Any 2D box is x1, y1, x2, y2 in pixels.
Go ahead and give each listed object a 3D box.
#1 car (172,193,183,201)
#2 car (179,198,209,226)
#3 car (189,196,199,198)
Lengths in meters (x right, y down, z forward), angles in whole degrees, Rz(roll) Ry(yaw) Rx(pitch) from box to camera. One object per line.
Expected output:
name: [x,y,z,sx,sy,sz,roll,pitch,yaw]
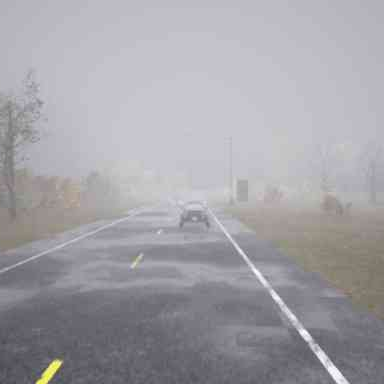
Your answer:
car: [-3.016,1.026,68.798,1.837,1.490,4.892,0,0,1]
car: [0.155,1.374,21.719,1.812,1.442,4.674,0,1,0]
car: [0.265,1.251,39.628,1.812,1.442,4.674,0,0,0]
